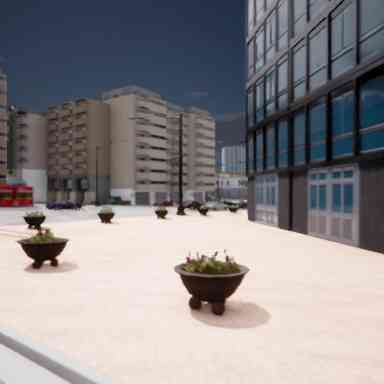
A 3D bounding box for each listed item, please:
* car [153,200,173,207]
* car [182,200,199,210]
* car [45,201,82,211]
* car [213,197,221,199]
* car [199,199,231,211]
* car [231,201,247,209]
[{"bbox_3d":[-5.436,2.181,62.232,1.994,1.385,4.181,0,-1,36],"label":"car"},{"bbox_3d":[0.101,2.041,51.846,1.837,1.490,4.892,0,-1,36],"label":"car"},{"bbox_3d":[-17.535,1.864,45.482,1.895,1.301,4.718,0,-1,36],"label":"car"},{"bbox_3d":[6.034,2.198,60.219,2.128,1.511,4.902,0,-1,36],"label":"car"},{"bbox_3d":[3.501,2.160,50.571,1.895,1.301,4.718,0,-1,36],"label":"car"},{"bbox_3d":[8.881,2.277,58.182,1.994,1.385,4.181,0,-1,36],"label":"car"}]
